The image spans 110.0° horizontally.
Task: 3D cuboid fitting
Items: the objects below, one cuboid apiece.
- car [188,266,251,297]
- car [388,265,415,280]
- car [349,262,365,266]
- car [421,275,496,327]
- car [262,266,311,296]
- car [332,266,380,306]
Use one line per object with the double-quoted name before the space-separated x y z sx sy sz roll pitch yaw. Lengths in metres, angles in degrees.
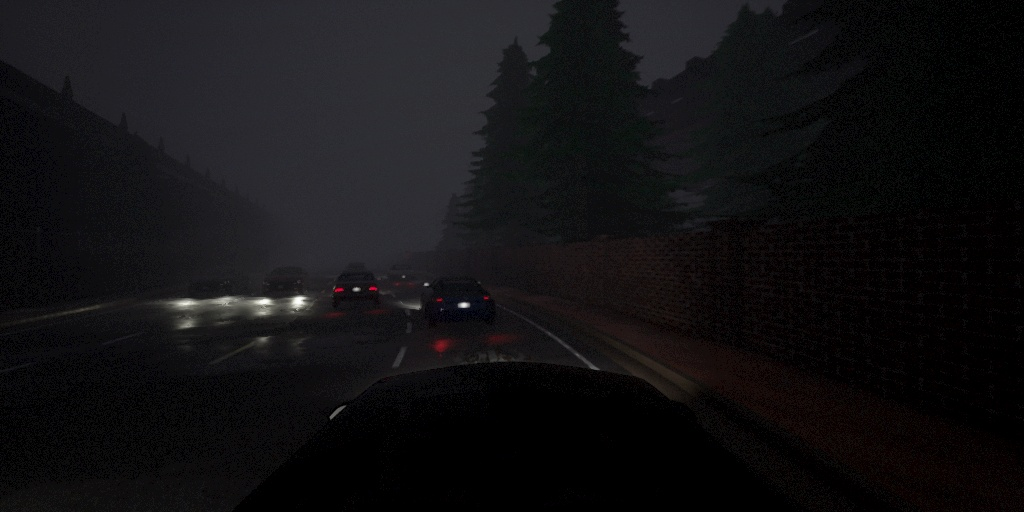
"car" -16.732 1.376 20.712 1.882 1.535 5.008 -1 0 -24
"car" -9.800 1.409 31.525 1.895 1.301 4.718 -1 0 -24
"car" -15.514 1.366 35.833 1.837 1.490 4.892 -1 0 -24
"car" -1.885 1.319 11.729 1.994 1.385 4.181 -1 0 -17
"car" -12.965 1.336 20.837 1.882 1.535 5.008 -1 0 -24
"car" -6.980 1.349 16.177 2.033 1.411 5.357 -1 0 -23
